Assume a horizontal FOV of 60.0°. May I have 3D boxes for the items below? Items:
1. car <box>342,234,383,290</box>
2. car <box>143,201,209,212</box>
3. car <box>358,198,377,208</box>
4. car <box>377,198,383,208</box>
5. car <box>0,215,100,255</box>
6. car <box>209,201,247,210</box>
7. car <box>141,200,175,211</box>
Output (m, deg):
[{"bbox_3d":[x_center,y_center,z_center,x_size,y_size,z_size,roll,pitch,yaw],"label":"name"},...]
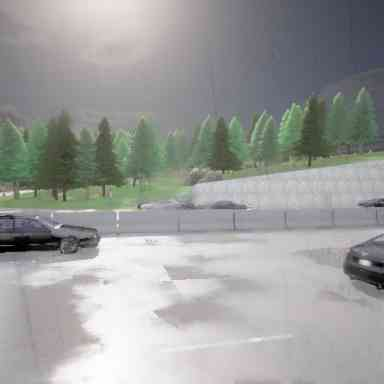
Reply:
[{"bbox_3d":[5.827,1.563,7.962,4.181,1.385,1.994,0,0,-14],"label":"car"},{"bbox_3d":[-1.223,1.563,24.443,4.181,1.385,1.994,0,0,-14],"label":"car"},{"bbox_3d":[23.005,1.502,41.306,4.892,1.490,1.837,0,0,-14],"label":"car"},{"bbox_3d":[24.260,1.474,38.012,5.008,1.535,1.882,0,0,-14],"label":"car"},{"bbox_3d":[-6.158,1.547,12.185,5.357,1.411,2.033,0,0,-14],"label":"car"},{"bbox_3d":[2.759,1.545,32.653,5.357,1.411,2.033,0,0,-14],"label":"car"},{"bbox_3d":[-3.005,1.524,34.823,4.674,1.442,1.812,0,0,-14],"label":"car"}]
